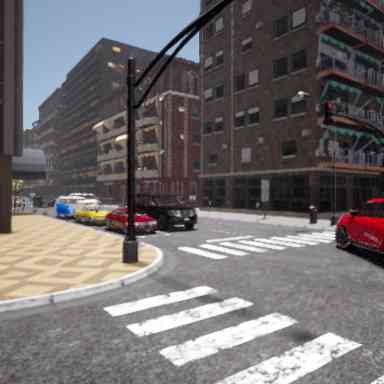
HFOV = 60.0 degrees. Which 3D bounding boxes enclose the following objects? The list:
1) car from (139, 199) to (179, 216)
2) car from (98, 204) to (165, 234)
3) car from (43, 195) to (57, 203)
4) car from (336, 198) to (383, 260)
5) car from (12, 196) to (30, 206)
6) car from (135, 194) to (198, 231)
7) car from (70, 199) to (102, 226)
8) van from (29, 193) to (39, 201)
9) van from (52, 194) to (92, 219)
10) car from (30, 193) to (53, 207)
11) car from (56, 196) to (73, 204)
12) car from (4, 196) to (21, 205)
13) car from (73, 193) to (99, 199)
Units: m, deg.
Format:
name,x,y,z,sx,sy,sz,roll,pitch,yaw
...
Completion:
name,x,y,z,sx,sy,sz,roll,pitch,yaw
car,-3.371,1.488,32.773,1.752,1.417,4.829,0,0,-36
car,-3.478,1.526,18.546,1.802,1.307,4.206,0,0,-36
car,-29.685,1.359,69.448,1.967,1.590,4.097,0,0,-36
car,6.734,1.212,10.872,2.150,2.045,5.566,1,0,2
car,-26.490,1.413,50.621,1.752,1.417,4.829,0,0,-36
car,-1.902,1.176,20.794,2.150,2.045,5.566,0,0,-36
car,-6.679,1.458,23.009,1.752,1.417,4.829,0,0,-36
van,-39.589,1.270,83.253,1.690,1.788,3.998,0,0,-36
van,-10.080,1.265,27.750,1.690,1.788,3.998,0,0,-36
car,-21.443,1.112,48.201,2.150,2.045,5.566,0,0,-36
car,-23.181,1.447,60.383,1.752,1.417,4.829,0,0,-36
car,-29.890,1.427,55.360,1.887,1.381,4.507,0,0,-36
car,-10.710,1.153,33.073,2.150,2.045,5.566,0,0,-36
